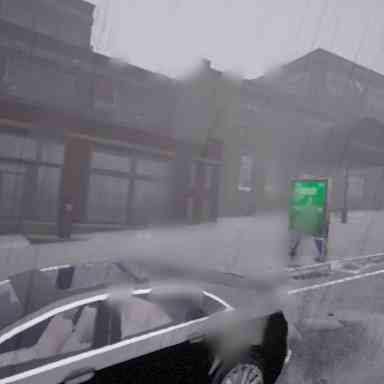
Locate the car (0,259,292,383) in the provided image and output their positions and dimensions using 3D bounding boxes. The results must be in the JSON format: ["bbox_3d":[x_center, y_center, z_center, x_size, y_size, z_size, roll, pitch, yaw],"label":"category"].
[{"bbox_3d":[-1.217,1.482,2.999,4.902,1.511,2.128,0,0,-34],"label":"car"}]
